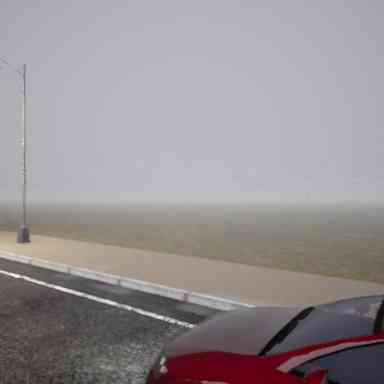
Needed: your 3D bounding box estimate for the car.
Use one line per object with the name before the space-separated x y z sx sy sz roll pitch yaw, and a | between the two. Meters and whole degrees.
car | 1.599 1.564 2.542 4.181 1.385 1.994 0 0 36
